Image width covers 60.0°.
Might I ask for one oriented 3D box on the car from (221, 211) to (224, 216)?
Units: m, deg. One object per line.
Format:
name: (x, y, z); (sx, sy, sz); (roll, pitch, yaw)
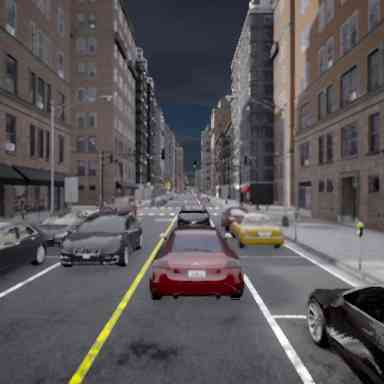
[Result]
car: (2.643, 1.530, 19.628); (1.802, 1.307, 4.206); (0, 0, 0)

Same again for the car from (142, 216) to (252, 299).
car: (0.099, 1.543, 8.429); (1.994, 1.385, 4.181); (0, 0, 0)

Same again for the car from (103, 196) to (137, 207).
car: (-5.380, 1.248, 25.052); (2.192, 1.841, 5.009); (0, 0, 0)

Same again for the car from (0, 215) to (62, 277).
car: (-5.385, 1.529, 8.814); (2.008, 1.369, 4.403); (0, 0, 0)

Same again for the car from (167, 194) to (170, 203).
car: (-5.371, 1.387, 56.970); (1.887, 1.381, 4.507); (0, 0, 0)

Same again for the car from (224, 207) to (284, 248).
car: (2.642, 1.488, 14.386); (1.752, 1.417, 4.829); (0, 0, 0)

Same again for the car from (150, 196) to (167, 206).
car: (-5.373, 1.409, 51.515); (2.008, 1.369, 4.403); (0, 0, 0)

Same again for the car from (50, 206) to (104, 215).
car: (-5.383, 1.514, 14.227); (2.008, 1.369, 4.403); (0, 0, 0)

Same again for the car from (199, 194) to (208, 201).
car: (2.660, 1.213, 78.777); (1.967, 1.590, 4.097); (0, 0, 0)

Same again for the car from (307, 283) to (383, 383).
car: (2.639, 1.558, 3.390); (1.947, 1.339, 4.313); (0, 0, 0)

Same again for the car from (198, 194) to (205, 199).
car: (2.665, 1.244, 95.309); (1.752, 1.417, 4.829); (0, 0, 0)

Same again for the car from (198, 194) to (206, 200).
car: (2.663, 1.288, 89.685); (2.008, 1.369, 4.403); (0, 0, 0)

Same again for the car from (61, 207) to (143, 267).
car: (-2.836, 1.475, 11.367); (1.837, 1.490, 4.892); (0, 0, 0)

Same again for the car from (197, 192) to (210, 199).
car: (2.657, 1.249, 67.868); (1.967, 1.590, 4.097); (0, 0, 0)

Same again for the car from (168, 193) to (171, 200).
car: (-5.369, 1.351, 62.253); (1.752, 1.417, 4.829); (0, 0, 0)

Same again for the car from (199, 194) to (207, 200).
car: (2.662, 1.300, 84.231); (1.887, 1.381, 4.507); (0, 0, 0)

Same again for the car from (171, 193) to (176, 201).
car: (-5.365, 1.339, 78.786); (1.947, 1.339, 4.313); (0, 0, 0)

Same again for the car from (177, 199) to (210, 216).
car: (0.105, 1.437, 20.659); (2.128, 1.511, 4.902); (0, 0, 0)
